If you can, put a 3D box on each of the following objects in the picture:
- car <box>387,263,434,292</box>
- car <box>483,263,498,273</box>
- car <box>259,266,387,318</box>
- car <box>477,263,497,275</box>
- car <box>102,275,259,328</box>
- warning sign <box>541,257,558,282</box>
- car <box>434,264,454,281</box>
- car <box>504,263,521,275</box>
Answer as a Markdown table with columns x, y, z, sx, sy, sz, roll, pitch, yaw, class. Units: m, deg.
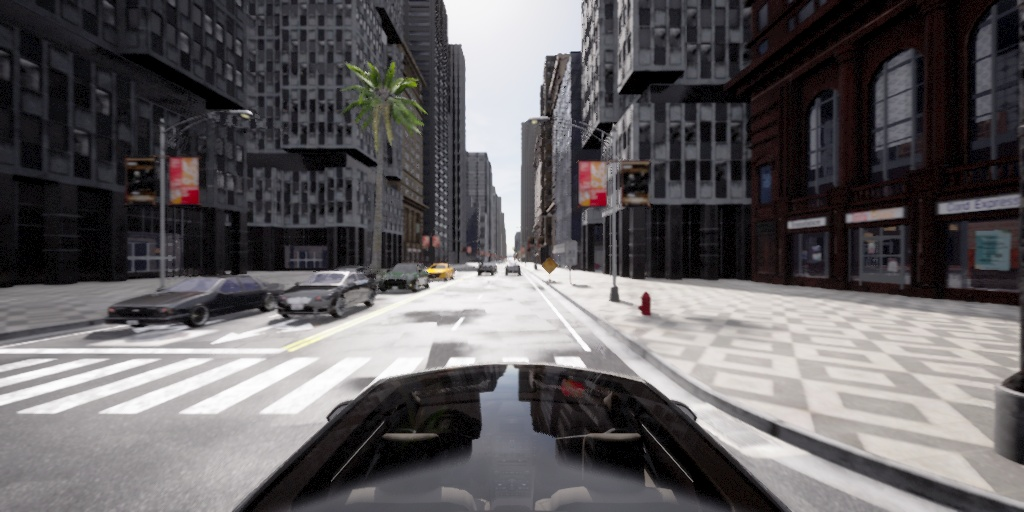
| x | y | z | sx | sy | sz | roll | pitch | yaw | class |
| --- | --- | --- | --- | --- | --- | --- | --- | --- | --- |
| -6.591 | 1.220 | 22.453 | 2.097 | 1.767 | 4.553 | 0 | 0 | 0 | car |
| -3.186 | 1.735 | 54.080 | 2.033 | 1.411 | 5.357 | 0 | -1 | 0 | car |
| -6.610 | 1.302 | 13.356 | 2.128 | 1.511 | 4.902 | 0 | 0 | -2 | car |
| -3.133 | 1.567 | 43.602 | 1.837 | 1.490 | 4.892 | 0 | -1 | 0 | car |
| -9.849 | 1.354 | 11.965 | 2.033 | 1.411 | 5.357 | 0 | 0 | 0 | car |
| 2.860 | 1.008 | 27.297 | 1.300 | 1.860 | 1.060 | 0 | 0 | 0 | warning sign |
| -6.579 | 1.432 | 32.826 | 1.882 | 1.535 | 5.008 | 0 | -1 | 0 | car |
| 0.120 | 1.547 | 43.368 | 2.128 | 1.511 | 4.902 | 0 | -1 | 0 | car |
